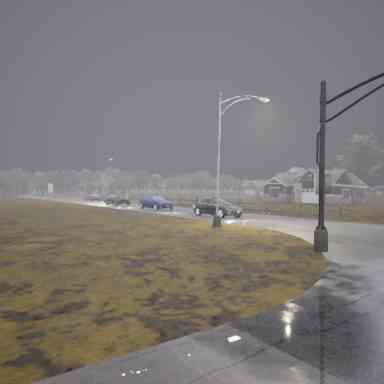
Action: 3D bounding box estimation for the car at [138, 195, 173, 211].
[{"bbox_3d":[-3.792,1.084,34.581,1.882,1.535,5.008,2,0,-36],"label":"car"}]

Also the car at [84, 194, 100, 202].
[{"bbox_3d":[-18.249,1.008,61.105,2.033,1.411,5.357,2,-1,-35],"label":"car"}]

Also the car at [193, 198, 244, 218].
[{"bbox_3d":[2.004,1.227,26.434,1.837,1.490,4.892,2,0,-35],"label":"car"}]

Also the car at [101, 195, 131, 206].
[{"bbox_3d":[-9.582,1.109,42.734,1.895,1.301,4.718,2,-1,-35],"label":"car"}]
